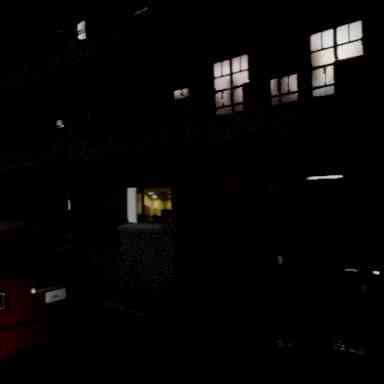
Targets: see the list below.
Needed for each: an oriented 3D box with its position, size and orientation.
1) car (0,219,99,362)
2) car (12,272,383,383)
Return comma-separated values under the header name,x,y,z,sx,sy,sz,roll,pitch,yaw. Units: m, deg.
name,x,y,z,sx,sy,sz,roll,pitch,yaw
car,-3.618,1.381,5.481,5.009,1.841,2.192,-1,-2,36
car,0.891,1.550,2.257,4.507,1.381,1.887,-1,-2,36
